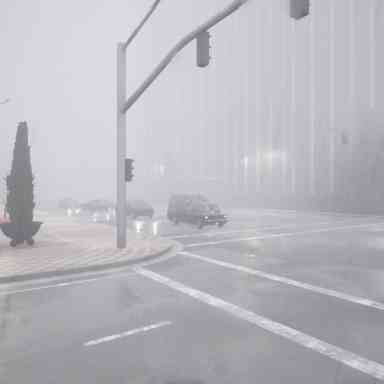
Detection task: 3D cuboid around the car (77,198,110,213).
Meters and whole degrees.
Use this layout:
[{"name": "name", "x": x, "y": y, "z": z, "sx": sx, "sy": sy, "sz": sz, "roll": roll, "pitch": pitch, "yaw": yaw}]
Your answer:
[{"name": "car", "x": -11.097, "y": 1.601, "z": 37.792, "sx": 1.895, "sy": 1.301, "sz": 4.718, "roll": 0, "pitch": 0, "yaw": -36}]

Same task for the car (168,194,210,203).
[{"name": "car", "x": 0.025, "y": 1.221, "z": 28.372, "sx": 2.150, "sy": 2.045, "sz": 5.566, "roll": 0, "pitch": 0, "yaw": -36}]

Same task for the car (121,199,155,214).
[{"name": "car", "x": -5.988, "y": 1.526, "z": 36.707, "sx": 1.812, "sy": 1.442, "sz": 4.674, "roll": 0, "pitch": 0, "yaw": -36}]

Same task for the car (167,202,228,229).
[{"name": "car", "x": 0.271, "y": 1.601, "z": 21.959, "sx": 1.895, "sy": 1.301, "sz": 4.718, "roll": 0, "pitch": 0, "yaw": -34}]

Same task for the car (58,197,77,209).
[{"name": "car", "x": -17.176, "y": 1.491, "z": 46.271, "sx": 2.128, "sy": 1.511, "sz": 4.902, "roll": 0, "pitch": 0, "yaw": -35}]

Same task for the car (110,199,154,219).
[{"name": "car", "x": -5.183, "y": 1.478, "z": 29.600, "sx": 1.882, "sy": 1.535, "sz": 5.008, "roll": 0, "pitch": 0, "yaw": -36}]

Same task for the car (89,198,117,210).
[{"name": "car", "x": -12.178, "y": 1.547, "z": 45.292, "sx": 2.033, "sy": 1.411, "sz": 5.357, "roll": 0, "pitch": 0, "yaw": -36}]
